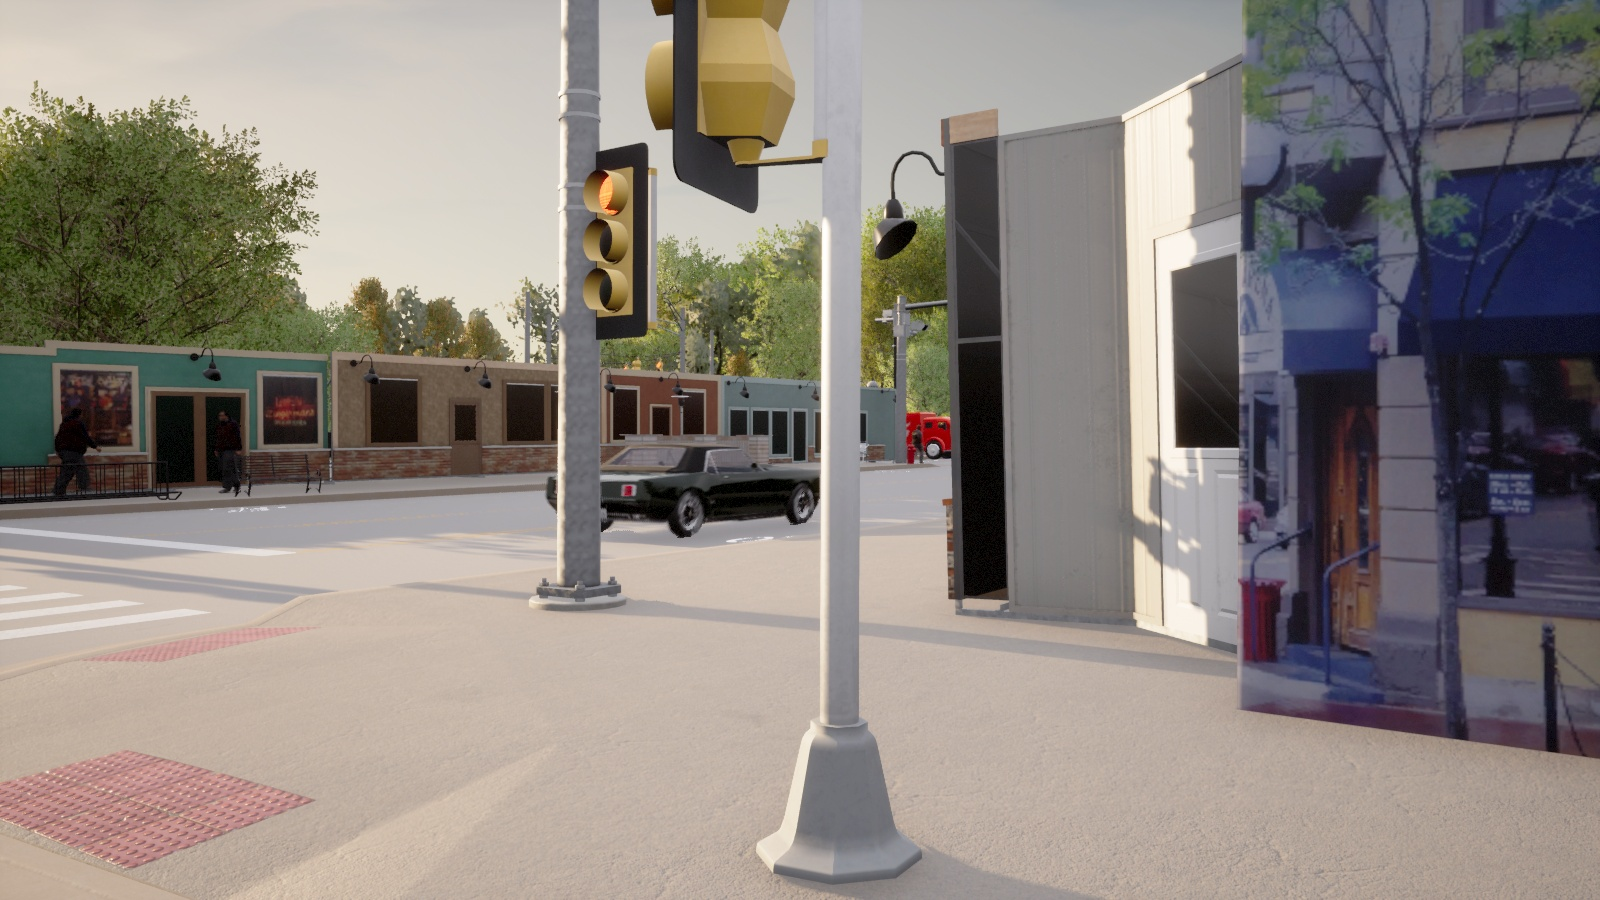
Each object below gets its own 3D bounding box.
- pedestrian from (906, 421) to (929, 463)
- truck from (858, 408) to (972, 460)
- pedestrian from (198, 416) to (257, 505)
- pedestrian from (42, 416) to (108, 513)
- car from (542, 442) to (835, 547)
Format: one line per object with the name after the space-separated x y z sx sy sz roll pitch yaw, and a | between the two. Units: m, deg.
5.228 -0.360 56.038 0.849 1.883 0.563 -1 1 -37 | pedestrian
6.028 -0.823 65.672 5.204 2.467 2.627 -3 0 29 | truck
-12.102 0.218 26.555 0.634 1.844 0.899 0 1 26 | pedestrian
-14.126 0.278 24.474 0.634 1.844 0.899 0 1 34 | pedestrian
-1.513 0.574 18.977 1.895 1.301 4.718 0 1 33 | car
